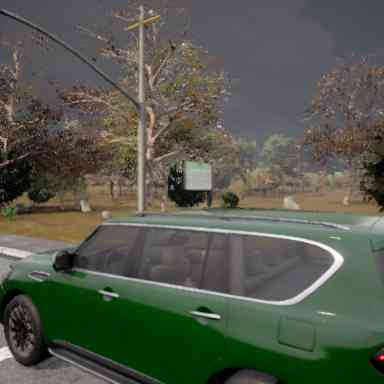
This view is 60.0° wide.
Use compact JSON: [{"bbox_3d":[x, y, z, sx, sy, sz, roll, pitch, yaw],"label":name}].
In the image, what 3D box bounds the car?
[{"bbox_3d":[-0.147,1.216,4.094,5.566,2.045,2.150,0,0,35],"label":"car"}]
